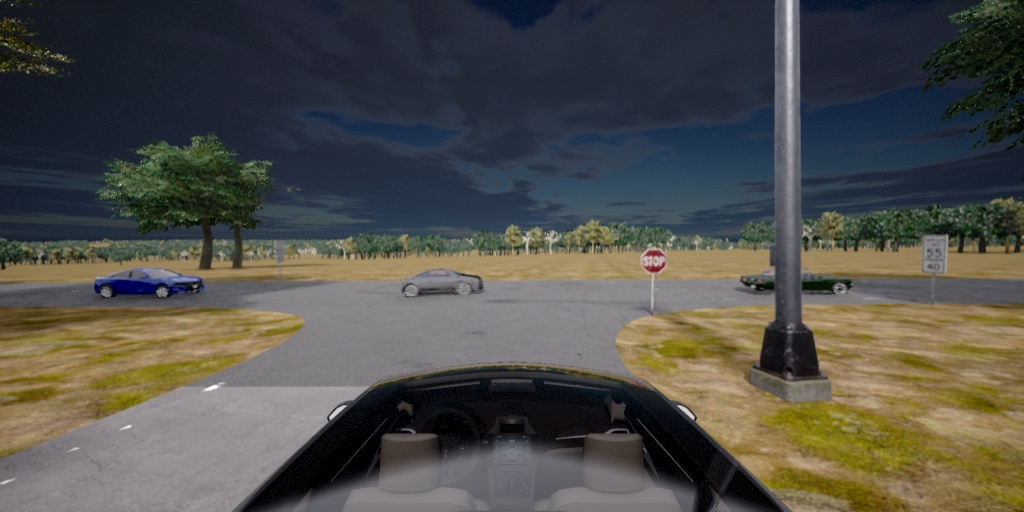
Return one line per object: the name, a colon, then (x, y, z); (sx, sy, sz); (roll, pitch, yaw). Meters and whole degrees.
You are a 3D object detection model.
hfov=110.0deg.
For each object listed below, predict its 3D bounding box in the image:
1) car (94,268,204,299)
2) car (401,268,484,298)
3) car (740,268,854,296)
car: (-19.491, 1.390, 19.366); (5.008, 1.535, 1.882); (-1, 2, 3)
car: (-3.614, 1.334, 18.782); (4.181, 1.385, 1.994); (-2, 0, 2)
car: (14.846, 1.309, 18.778); (4.718, 1.301, 1.895); (0, 2, 0)
